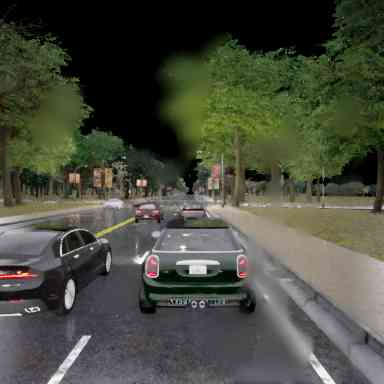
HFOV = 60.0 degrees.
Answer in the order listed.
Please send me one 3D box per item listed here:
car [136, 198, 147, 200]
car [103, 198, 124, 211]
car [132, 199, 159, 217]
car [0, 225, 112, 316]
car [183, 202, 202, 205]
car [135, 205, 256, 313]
[{"bbox_3d":[-6.641,1.511,43.986,1.882,1.535,5.008,0,0,0],"label":"car"},{"bbox_3d":[-9.896,1.556,42.112,1.812,1.442,4.674,0,0,0],"label":"car"},{"bbox_3d":[-3.192,1.535,25.435,1.812,1.442,4.674,0,0,0],"label":"car"},{"bbox_3d":[-3.162,1.505,7.545,1.837,1.490,4.892,0,0,0],"label":"car"},{"bbox_3d":[0.057,1.499,24.216,2.128,1.511,4.902,0,0,0],"label":"car"},{"bbox_3d":[0.089,1.352,7.818,2.097,1.767,4.553,0,0,0],"label":"car"}]
